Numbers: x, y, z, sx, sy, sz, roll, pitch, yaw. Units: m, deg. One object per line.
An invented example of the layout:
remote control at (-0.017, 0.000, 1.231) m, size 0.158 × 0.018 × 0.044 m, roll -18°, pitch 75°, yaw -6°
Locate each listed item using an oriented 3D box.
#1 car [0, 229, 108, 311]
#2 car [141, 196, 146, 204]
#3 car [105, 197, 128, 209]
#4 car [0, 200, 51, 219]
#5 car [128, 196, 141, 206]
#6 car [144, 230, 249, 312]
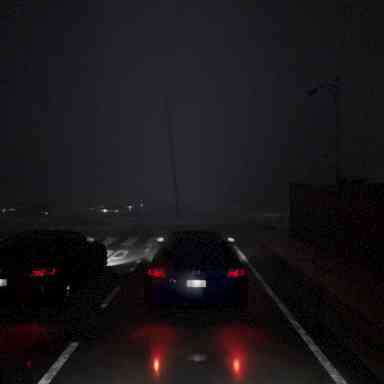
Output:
car at (-3.393, 1.564, 7.860) m, size 1.994 × 1.385 × 4.181 m, roll 0°, pitch 0°, yaw 0°
car at (-10.388, 1.506, 65.967) m, size 1.837 × 1.490 × 4.892 m, roll 0°, pitch 0°, yaw 1°
car at (-10.494, 1.478, 45.578) m, size 1.882 × 1.535 × 5.008 m, roll 0°, pitch 0°, yaw 0°
car at (-14.282, 1.468, 28.047) m, size 4.892 × 1.490 × 1.837 m, roll 0°, pitch -2°, yaw 18°
car at (-10.468, 1.547, 55.508) m, size 2.033 × 1.411 × 5.357 m, roll 0°, pitch 0°, yaw 0°
car at (0.092, 1.564, 7.799) m, size 1.994 × 1.385 × 4.181 m, roll 0°, pitch 0°, yaw 0°
